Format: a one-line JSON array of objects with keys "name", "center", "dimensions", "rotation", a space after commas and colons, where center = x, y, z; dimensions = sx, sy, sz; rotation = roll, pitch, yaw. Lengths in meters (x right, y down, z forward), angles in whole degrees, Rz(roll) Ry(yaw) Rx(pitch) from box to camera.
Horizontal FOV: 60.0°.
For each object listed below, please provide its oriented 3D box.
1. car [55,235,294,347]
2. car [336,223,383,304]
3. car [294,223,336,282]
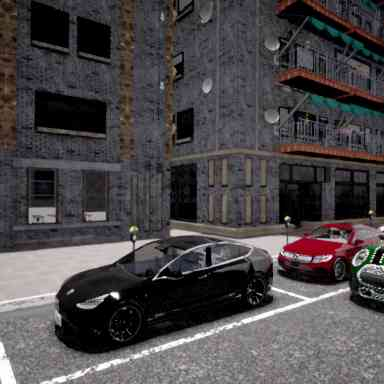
[{"name": "car", "center": [-0.280, 1.566, 6.368], "dimensions": [4.313, 1.339, 1.947], "rotation": [0, 0, -36]}, {"name": "car", "center": [5.464, 1.354, 7.319], "dimensions": [4.553, 1.767, 2.097], "rotation": [0, 0, -36]}, {"name": "car", "center": [4.316, 1.585, 9.675], "dimensions": [4.206, 1.307, 1.802], "rotation": [0, 0, -36]}]
